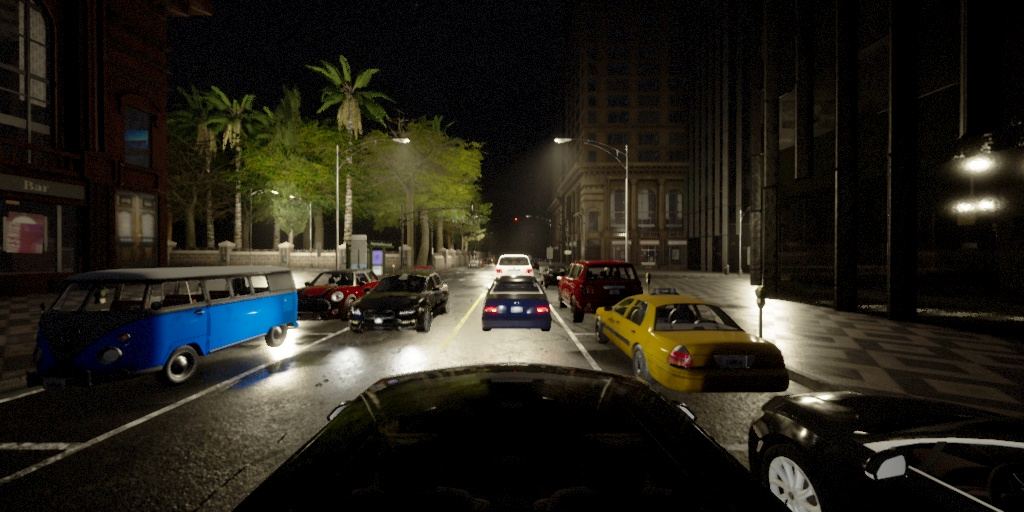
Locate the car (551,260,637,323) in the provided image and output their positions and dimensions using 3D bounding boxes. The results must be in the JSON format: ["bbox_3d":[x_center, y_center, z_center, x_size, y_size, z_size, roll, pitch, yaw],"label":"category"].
[{"bbox_3d":[2.767,1.053,12.016,2.192,1.841,5.009,0,0,0],"label":"car"}]

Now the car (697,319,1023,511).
[{"bbox_3d":[2.762,1.301,1.166,2.007,1.370,4.403,0,0,0],"label":"car"}]

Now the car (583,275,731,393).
[{"bbox_3d":[2.764,1.270,6.761,1.751,1.417,4.829,0,0,0],"label":"car"}]

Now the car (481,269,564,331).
[{"bbox_3d":[0.107,1.287,10.837,2.033,1.411,5.357,0,0,0],"label":"car"}]

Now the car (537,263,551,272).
[{"bbox_3d":[2.772,1.290,22.867,1.948,1.339,4.313,0,0,0],"label":"car"}]

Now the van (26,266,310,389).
[{"bbox_3d":[-5.761,1.085,6.610,1.690,1.789,3.998,0,0,0],"label":"van"}]

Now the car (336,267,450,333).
[{"bbox_3d":[-3.084,1.244,10.726,1.837,1.490,4.892,0,0,0],"label":"car"}]

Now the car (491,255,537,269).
[{"bbox_3d":[0.109,0.949,21.408,2.150,2.045,5.566,0,0,0],"label":"car"}]

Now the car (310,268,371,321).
[{"bbox_3d":[-5.759,1.178,12.036,1.967,1.591,4.097,0,0,0],"label":"car"}]

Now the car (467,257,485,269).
[{"bbox_3d":[-5.739,1.224,54.748,2.007,1.370,4.403,0,0,0],"label":"car"}]

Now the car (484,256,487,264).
[{"bbox_3d":[-5.737,1.103,60.168,1.967,1.591,4.097,0,0,0],"label":"car"}]
